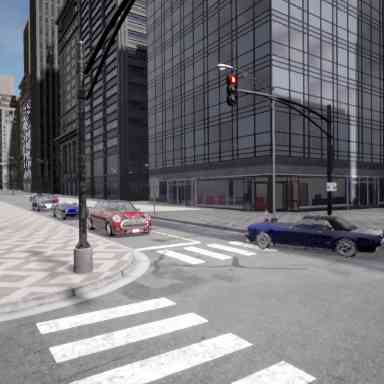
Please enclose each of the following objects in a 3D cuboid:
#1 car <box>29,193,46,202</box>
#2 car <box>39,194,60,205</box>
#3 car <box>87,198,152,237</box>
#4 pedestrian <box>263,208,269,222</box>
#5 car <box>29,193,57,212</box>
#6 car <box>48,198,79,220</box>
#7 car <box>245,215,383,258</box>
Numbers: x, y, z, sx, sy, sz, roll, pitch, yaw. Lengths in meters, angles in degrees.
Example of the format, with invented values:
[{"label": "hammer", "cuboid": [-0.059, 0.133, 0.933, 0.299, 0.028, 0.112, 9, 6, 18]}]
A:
[{"label": "car", "cuboid": [-26.096, 0.885, 56.060, 1.837, 1.490, 4.892, -1, 1, -34]}, {"label": "car", "cuboid": [-20.547, 1.064, 47.892, 1.994, 1.385, 4.181, -1, 1, -34]}, {"label": "car", "cuboid": [-3.933, 1.234, 17.692, 2.097, 1.767, 4.553, -1, 1, -34]}, {"label": "pedestrian", "cuboid": [3.892, 1.374, 17.276, 0.500, 1.100, 0.500, 0, 0, -34]}, {"label": "car", "cuboid": [-15.425, 1.180, 34.669, 2.128, 1.511, 4.902, -1, 1, -34]}, {"label": "car", "cuboid": [-9.607, 1.390, 26.075, 1.895, 1.301, 4.718, -1, 1, -34]}, {"label": "car", "cuboid": [4.430, 1.523, 12.394, 4.718, 1.301, 1.895, 1, 1, 34]}]
